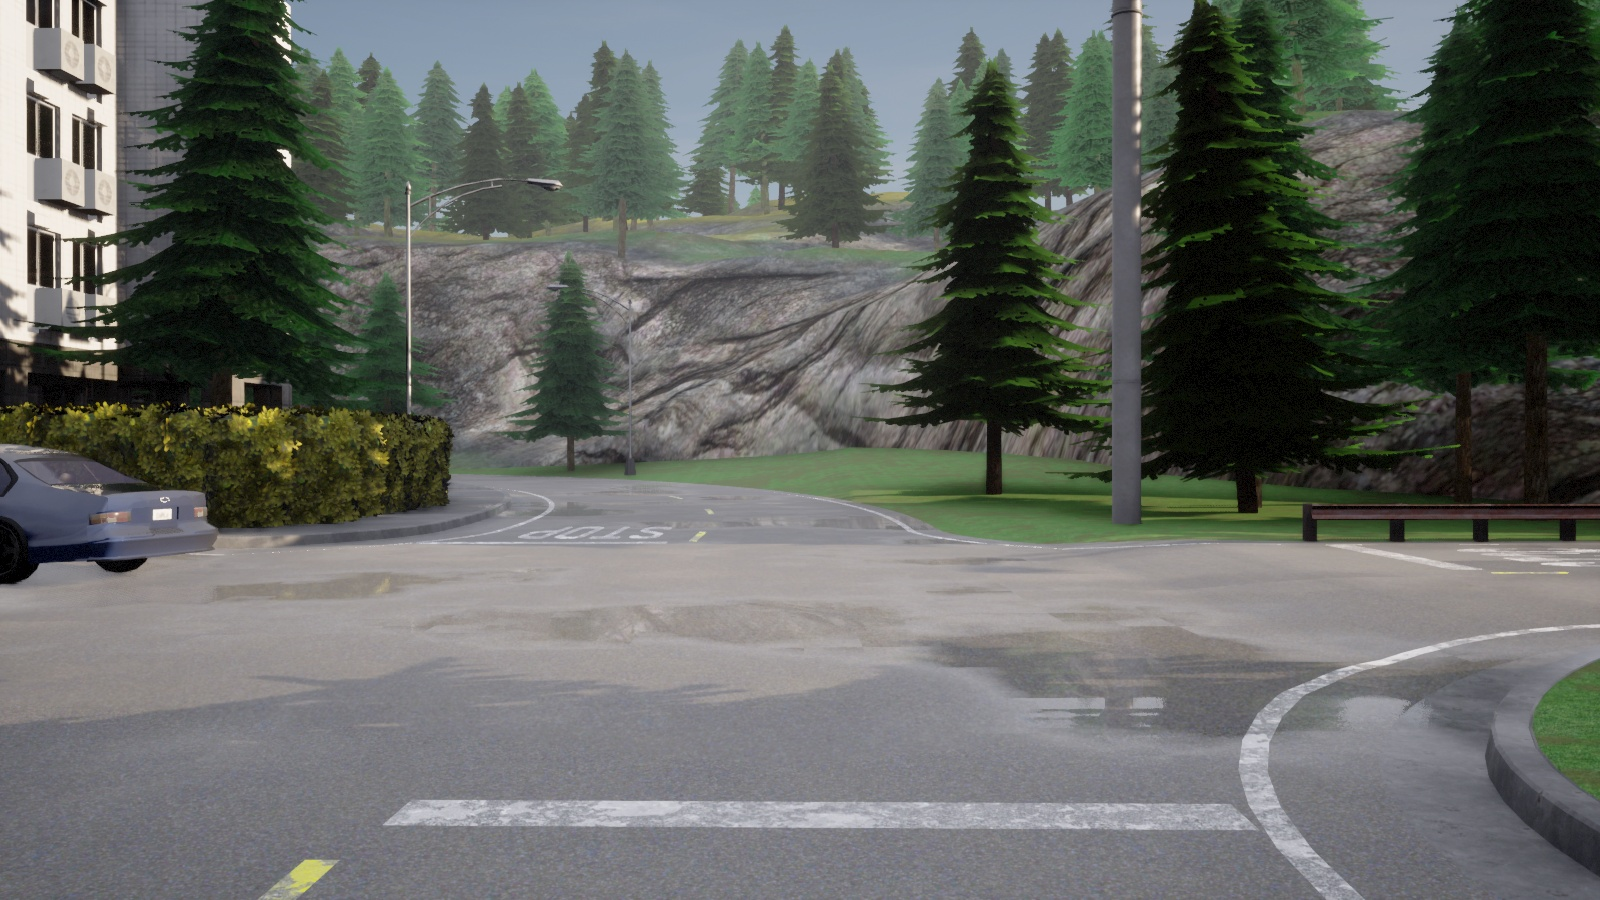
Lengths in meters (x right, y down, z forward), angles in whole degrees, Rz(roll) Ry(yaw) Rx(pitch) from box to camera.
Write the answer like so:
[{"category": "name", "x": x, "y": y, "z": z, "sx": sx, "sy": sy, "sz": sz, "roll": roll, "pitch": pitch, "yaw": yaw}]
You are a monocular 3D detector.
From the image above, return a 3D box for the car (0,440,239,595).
[{"category": "car", "x": -9.259, "y": 0.604, "z": 13.918, "sx": 5.357, "sy": 1.411, "sz": 2.033, "roll": 3, "pitch": 0, "yaw": 13}]
